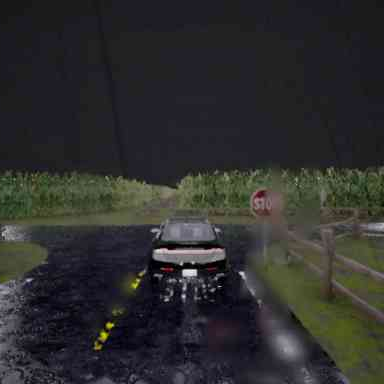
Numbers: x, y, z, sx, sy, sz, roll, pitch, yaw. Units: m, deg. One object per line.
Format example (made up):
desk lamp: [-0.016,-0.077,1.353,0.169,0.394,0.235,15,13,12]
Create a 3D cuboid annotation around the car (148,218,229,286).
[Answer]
car: [-0.156,1.475,9.392,2.128,1.511,4.902,0,0,-3]
